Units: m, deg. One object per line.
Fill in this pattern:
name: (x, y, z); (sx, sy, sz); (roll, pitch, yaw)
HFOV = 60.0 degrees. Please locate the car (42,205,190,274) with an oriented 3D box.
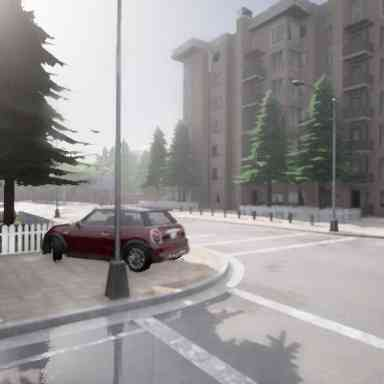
car: (-2.407, 1.225, 10.219); (4.553, 1.767, 2.097); (0, -1, 27)
